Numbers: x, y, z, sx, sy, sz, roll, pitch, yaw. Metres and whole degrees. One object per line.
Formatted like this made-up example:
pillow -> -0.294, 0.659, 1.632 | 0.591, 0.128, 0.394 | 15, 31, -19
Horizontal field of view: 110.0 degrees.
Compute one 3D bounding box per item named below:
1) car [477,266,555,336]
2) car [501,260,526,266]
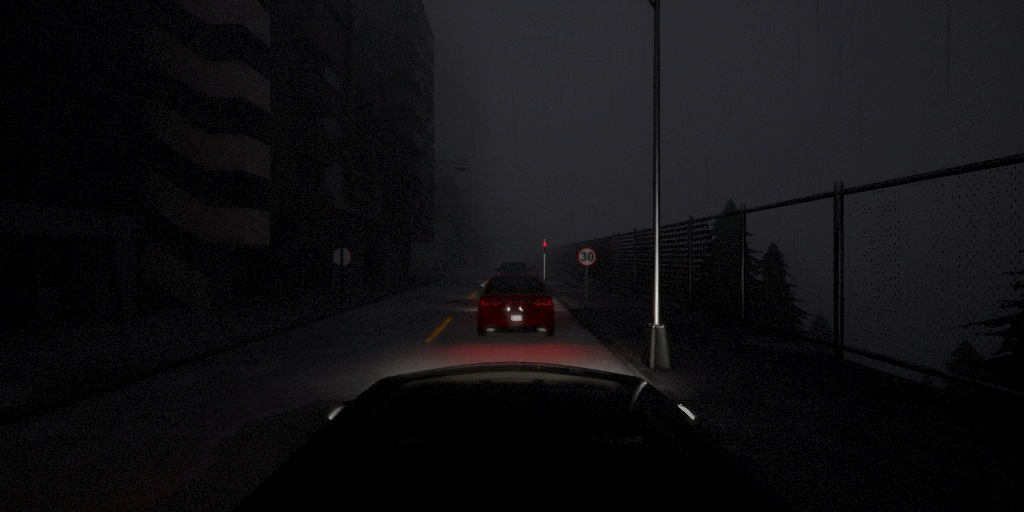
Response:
car -> 0.092, 1.228, 10.436 | 1.882, 1.535, 5.008 | 0, 0, 0
car -> 0.086, 1.102, 20.806 | 2.097, 1.767, 4.553 | 0, 0, 0
